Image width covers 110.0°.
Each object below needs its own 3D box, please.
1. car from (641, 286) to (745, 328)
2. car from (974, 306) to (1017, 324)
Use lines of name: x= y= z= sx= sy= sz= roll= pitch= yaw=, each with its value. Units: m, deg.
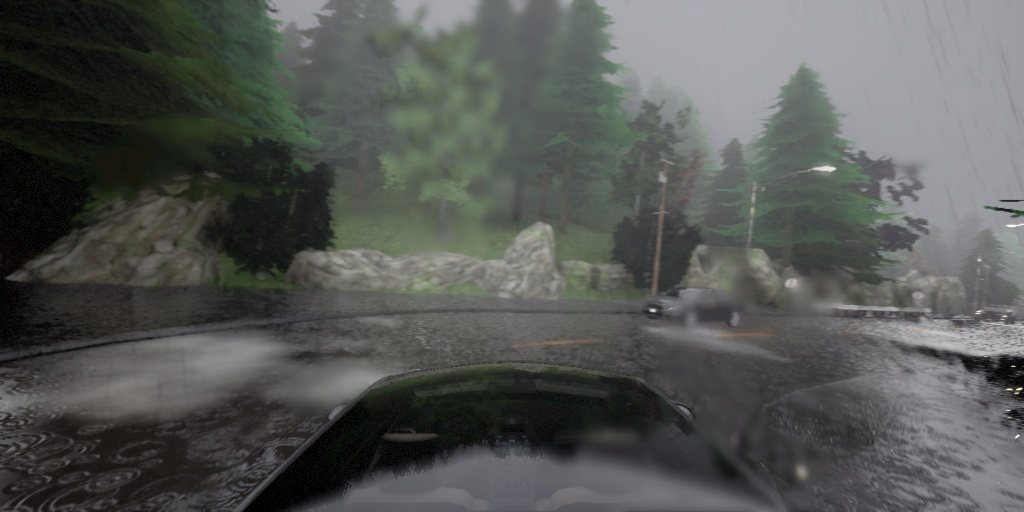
car: x=7.454 y=2.011 z=14.651 sx=4.892 sy=1.490 sz=1.837 roll=6 pitch=0 yaw=-28
car: x=50.319 y=6.025 z=37.298 sx=4.553 sy=1.767 sz=2.097 roll=5 pitch=0 yaw=-27
